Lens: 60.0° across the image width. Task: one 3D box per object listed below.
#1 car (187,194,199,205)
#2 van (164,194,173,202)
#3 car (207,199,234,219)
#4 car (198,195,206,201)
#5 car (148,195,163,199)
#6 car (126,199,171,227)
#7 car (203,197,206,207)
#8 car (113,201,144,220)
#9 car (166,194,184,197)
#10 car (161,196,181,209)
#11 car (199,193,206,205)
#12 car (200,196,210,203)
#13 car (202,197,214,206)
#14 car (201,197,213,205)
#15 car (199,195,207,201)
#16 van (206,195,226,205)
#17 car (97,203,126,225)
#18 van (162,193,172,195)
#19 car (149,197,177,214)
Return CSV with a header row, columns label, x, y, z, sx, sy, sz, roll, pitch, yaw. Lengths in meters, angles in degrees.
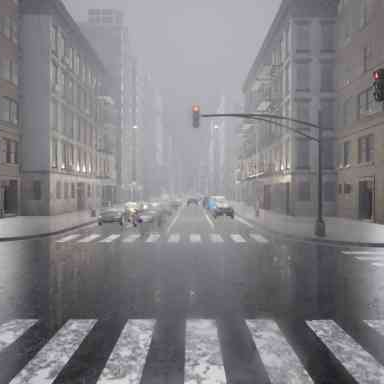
label,x,y,z,sx,sy,sz,roll,pitch,yaw
car,0.098,1.501,57.110,1.837,1.490,4.892,0,0,0
van,-5.441,1.338,77.603,1.690,1.788,3.998,0,0,0
car,2.639,1.549,28.948,2.008,1.369,4.403,0,0,0
car,2.654,1.562,88.416,1.947,1.339,4.313,0,0,0
car,-5.411,1.437,45.166,1.967,1.590,4.097,0,0,0
car,-2.849,1.490,22.909,2.128,1.511,4.902,0,0,0
car,2.641,1.579,39.760,1.802,1.307,4.206,0,0,0
car,-5.396,1.523,28.777,1.752,1.417,4.829,0,0,0
car,-2.798,1.475,53.060,1.882,1.535,5.008,0,0,1
car,-2.835,1.561,42.806,1.994,1.385,4.181,0,0,1
car,2.644,1.312,50.573,2.192,1.841,5.009,0,0,0
car,2.648,1.522,66.961,1.752,1.417,4.829,0,0,0
car,2.646,1.563,55.979,1.947,1.339,4.313,0,0,0
car,2.647,1.548,61.385,2.008,1.369,4.403,0,0,0
car,2.653,1.541,83.010,1.887,1.381,4.507,0,0,0
van,2.640,1.339,34.354,1.690,1.788,3.998,0,0,0
car,-5.391,1.549,23.540,2.008,1.369,4.403,0,0,0
van,-5.431,1.338,66.790,1.690,1.788,3.998,0,0,0
car,-2.845,1.545,32.792,2.033,1.411,5.357,0,0,0
